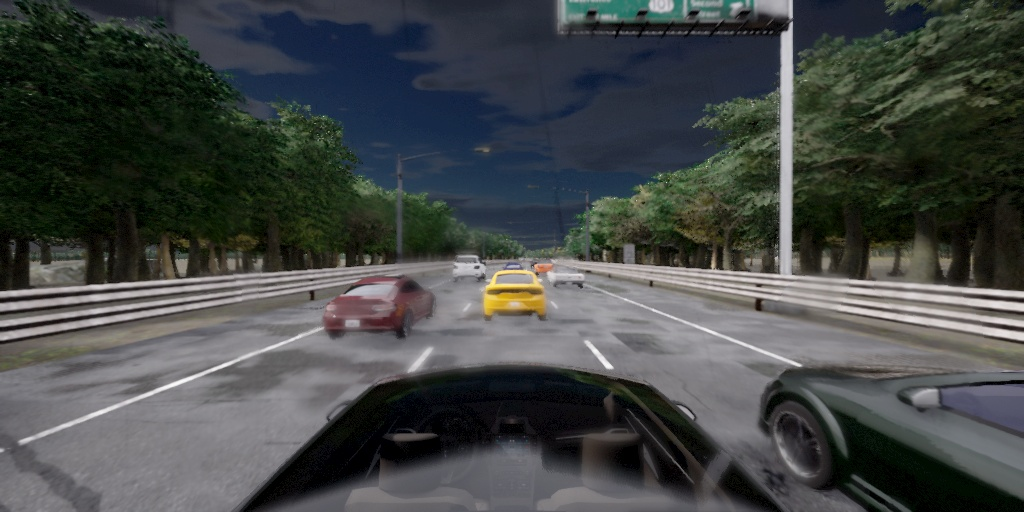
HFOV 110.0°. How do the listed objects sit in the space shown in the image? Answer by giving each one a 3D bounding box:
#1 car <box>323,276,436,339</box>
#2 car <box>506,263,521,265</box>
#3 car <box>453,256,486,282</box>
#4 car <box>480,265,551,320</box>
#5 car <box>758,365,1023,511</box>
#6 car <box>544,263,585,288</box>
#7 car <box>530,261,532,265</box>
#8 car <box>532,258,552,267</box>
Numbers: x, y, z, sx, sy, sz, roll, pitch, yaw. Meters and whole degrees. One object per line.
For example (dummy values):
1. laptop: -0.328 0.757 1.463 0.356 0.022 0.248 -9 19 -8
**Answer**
1. car: -3.417 1.280 9.966 1.812 1.442 4.674 0 0 0
2. car: 0.130 1.330 31.090 1.812 1.442 4.674 0 0 0
3. car: -3.384 1.019 29.345 2.150 2.045 5.566 0 0 0
4. car: 0.096 1.235 12.685 1.882 1.535 5.008 0 0 0
5. car: 3.499 1.293 1.922 1.994 1.385 4.181 0 0 0
6. car: 3.494 1.359 23.967 1.895 1.301 4.718 0 0 0
7. car: 4.206 1.440 61.692 1.837 1.490 4.892 0 0 2
8. car: 3.610 1.169 39.845 2.097 1.767 4.553 0 0 1
